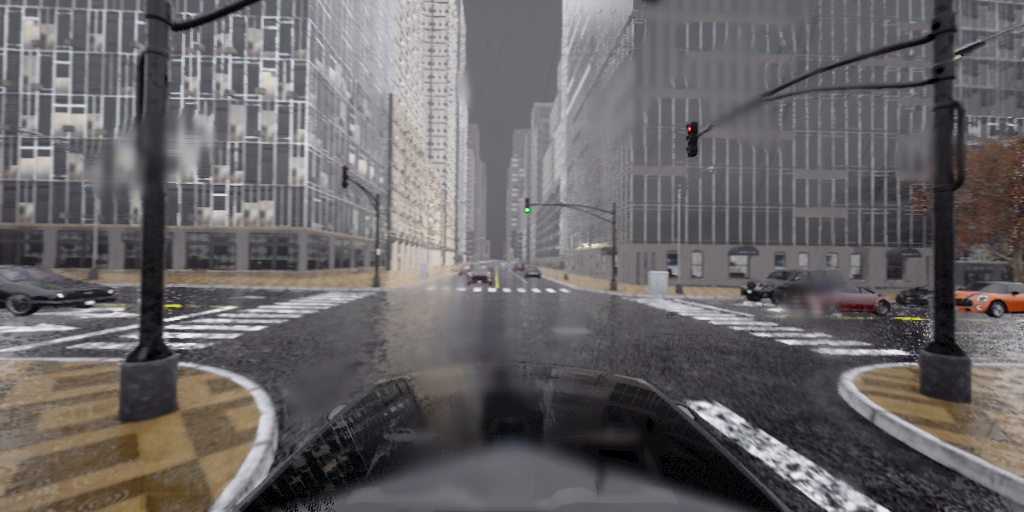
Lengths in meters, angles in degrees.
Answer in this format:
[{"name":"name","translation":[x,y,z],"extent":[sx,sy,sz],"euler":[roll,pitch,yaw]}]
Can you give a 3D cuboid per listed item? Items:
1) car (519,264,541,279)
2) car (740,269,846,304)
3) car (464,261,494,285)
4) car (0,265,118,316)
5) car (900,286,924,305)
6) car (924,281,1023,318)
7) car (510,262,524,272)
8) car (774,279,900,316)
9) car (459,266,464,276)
[{"name":"car","translation":[2.264,1.908,41.131],"extent":[1.948,1.339,4.313],"euler":[0,0,-3]},{"name":"car","translation":[16.222,1.753,20.586],"extent":[5.566,2.045,2.150],"euler":[2,-1,-5]},{"name":"car","translation":[-2.692,1.493,30.533],"extent":[2.097,1.767,4.553],"euler":[1,-1,-3]},{"name":"car","translation":[-15.807,0.991,11.121],"extent":[5.357,1.411,2.033],"euler":[2,-1,-2]},{"name":"car","translation":[25.582,2.382,21.393],"extent":[4.181,1.385,1.994],"euler":[2,-1,-5]},{"name":"car","translation":[24.192,2.081,18.010],"extent":[4.553,1.767,2.097],"euler":[2,-1,-5]},{"name":"car","translation":[1.229,1.939,63.215],"extent":[2.192,1.841,5.009],"euler":[0,0,-3]},{"name":"car","translation":[15.519,2.027,17.259],"extent":[4.181,1.385,1.994],"euler":[2,-1,-5]},{"name":"car","translation":[-5.904,1.900,46.299],"extent":[1.802,1.307,4.207],"euler":[0,0,-3]}]
